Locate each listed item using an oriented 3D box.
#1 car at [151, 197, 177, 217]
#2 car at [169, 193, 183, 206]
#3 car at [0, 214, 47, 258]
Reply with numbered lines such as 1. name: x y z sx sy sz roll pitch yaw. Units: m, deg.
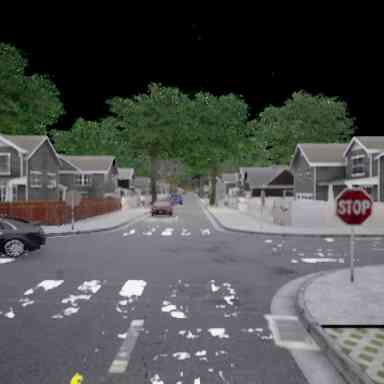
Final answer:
1. car: -2.745 1.501 31.613 1.882 1.535 5.008 0 0 0
2. car: -2.742 1.273 57.202 2.150 2.045 5.566 0 0 0
3. car: -7.694 1.560 11.485 4.892 1.490 1.837 0 4 -28
